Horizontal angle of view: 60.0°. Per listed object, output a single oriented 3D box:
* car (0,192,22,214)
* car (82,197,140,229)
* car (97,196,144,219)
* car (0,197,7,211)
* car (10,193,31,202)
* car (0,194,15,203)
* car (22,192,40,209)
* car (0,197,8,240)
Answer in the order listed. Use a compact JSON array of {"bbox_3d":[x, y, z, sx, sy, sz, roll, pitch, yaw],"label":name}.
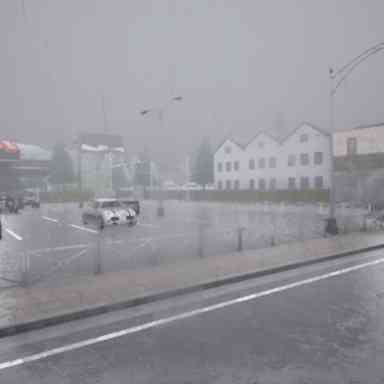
[{"bbox_3d":[-17.181,1.057,30.365,1.932,1.855,4.605,-1,1,-36],"label":"car"},{"bbox_3d":[-4.607,1.141,18.378,1.970,1.475,3.806,-1,1,-36],"label":"car"},{"bbox_3d":[-5.716,1.150,26.244,2.007,1.523,4.514,-1,1,-36],"label":"car"},{"bbox_3d":[-22.131,1.321,37.250,1.970,1.475,3.806,-1,1,-36],"label":"car"},{"bbox_3d":[-38.118,1.144,73.812,3.866,1.878,1.905,-1,1,-36],"label":"car"},{"bbox_3d":[-38.361,1.379,66.685,4.611,1.667,2.242,-1,1,-36],"label":"car"},{"bbox_3d":[-19.073,0.985,38.679,1.905,1.878,3.866,-1,1,-36],"label":"car"},{"bbox_3d":[-9.645,1.162,14.389,2.152,1.636,5.027,-1,1,-36],"label":"car"}]
